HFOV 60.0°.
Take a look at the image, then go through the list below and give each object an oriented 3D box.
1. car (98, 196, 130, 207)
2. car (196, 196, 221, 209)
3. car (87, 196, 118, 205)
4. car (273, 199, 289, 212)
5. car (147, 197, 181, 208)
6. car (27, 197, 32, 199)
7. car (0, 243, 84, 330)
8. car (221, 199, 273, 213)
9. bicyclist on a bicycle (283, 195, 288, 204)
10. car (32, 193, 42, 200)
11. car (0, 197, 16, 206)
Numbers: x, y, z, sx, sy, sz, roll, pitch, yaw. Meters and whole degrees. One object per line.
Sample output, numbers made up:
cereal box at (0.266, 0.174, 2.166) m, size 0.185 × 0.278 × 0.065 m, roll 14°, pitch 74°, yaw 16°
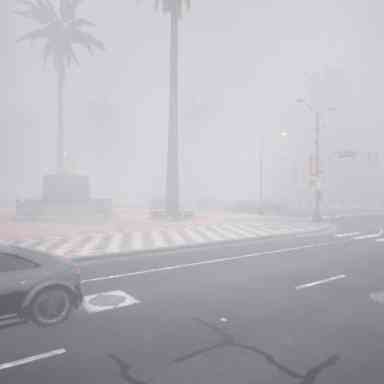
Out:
car at (-12.198, 1.483, 51.684) m, size 5.008 × 1.535 × 1.882 m, roll 0°, pitch 0°, yaw 7°
car at (2.827, 1.361, 45.475) m, size 4.553 × 1.767 × 2.097 m, roll 0°, pitch 0°, yaw 35°
car at (-15.835, 1.498, 59.104) m, size 4.902 × 1.511 × 2.128 m, roll 0°, pitch 0°, yaw 2°
car at (9.224, 1.534, 39.300) m, size 1.812 × 1.442 × 4.674 m, roll 0°, pitch 0°, yaw -39°
car at (-3.852, 1.498, 45.549) m, size 4.902 × 1.511 × 2.128 m, roll 0°, pitch 0°, yaw 24°
car at (-26.043, 1.225, 58.546) m, size 5.566 × 2.045 × 2.150 m, roll 0°, pitch 0°, yaw -10°
car at (-3.988, 1.564, 5.446) m, size 4.181 × 1.385 × 1.994 m, roll 0°, pitch 0°, yaw -36°
car at (6.164, 1.555, 37.772) m, size 2.033 × 1.411 × 5.357 m, roll 0°, pitch 0°, yaw -38°
bicyclist on a bicycle at (15.274, 1.313, 54.439) m, size 0.582 × 1.620 × 1.656 m, roll 0°, pitch 0°, yaw 42°
car at (-19.723, 1.214, 48.725) m, size 5.566 × 2.045 × 2.150 m, roll 0°, pitch 0°, yaw -3°
car at (-31.105, 1.507, 53.606) m, size 4.892 × 1.490 × 1.837 m, roll 0°, pitch 0°, yaw -16°
